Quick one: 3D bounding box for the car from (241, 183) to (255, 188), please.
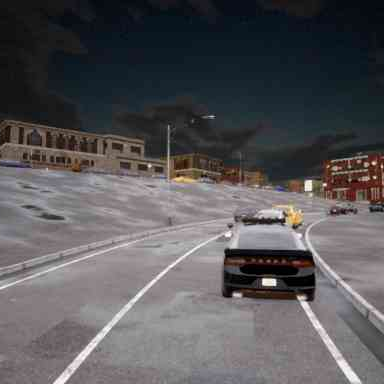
[{"bbox_3d":[10.656,-1.097,71.030,2.002,1.452,4.674,-4,-6,44],"label":"car"}]

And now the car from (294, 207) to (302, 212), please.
[{"bbox_3d":[6.428,1.662,23.041,1.882,1.535,5.008,-2,-2,25],"label":"car"}]

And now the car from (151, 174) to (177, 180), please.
[{"bbox_3d":[-5.346,-2.212,55.520,4.674,1.452,2.002,4,-5,-41],"label":"car"}]

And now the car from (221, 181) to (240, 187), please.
[{"bbox_3d":[6.821,-1.392,67.072,4.792,1.488,2.163,4,-6,-45],"label":"car"}]

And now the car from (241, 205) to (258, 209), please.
[{"bbox_3d":[5.342,1.913,29.926,1.837,1.490,4.892,-3,-2,31],"label":"car"}]

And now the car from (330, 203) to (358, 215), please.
[{"bbox_3d":[18.831,2.075,41.347,4.674,1.442,1.812,1,-4,-40],"label":"car"}]

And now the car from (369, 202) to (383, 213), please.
[{"bbox_3d":[27.904,2.254,49.009,4.902,1.511,2.128,2,-4,-39],"label":"car"}]

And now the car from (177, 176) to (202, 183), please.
[{"bbox_3d":[-1.243,-1.984,59.248,5.008,1.535,2.097,4,-6,-42],"label":"car"}]

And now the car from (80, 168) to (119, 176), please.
[{"bbox_3d":[-13.757,-2.739,48.345,4.892,1.521,2.231,3,-5,-40],"label":"car"}]

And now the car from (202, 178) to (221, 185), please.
[{"bbox_3d":[2.762,-1.836,63.052,4.553,1.767,2.185,4,-6,-43],"label":"car"}]

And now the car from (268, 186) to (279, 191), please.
[{"bbox_3d":[18.074,-0.651,79.219,2.185,1.767,4.553,-4,-6,41],"label":"car"}]

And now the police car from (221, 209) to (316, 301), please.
[{"bbox_3d":[1.852,1.456,8.617,1.930,1.638,5.238,-1,0,10],"label":"police car"}]

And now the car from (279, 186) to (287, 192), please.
[{"bbox_3d":[21.716,-0.428,83.484,2.435,2.045,5.566,-3,-6,40],"label":"car"}]

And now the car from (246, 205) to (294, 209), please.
[{"bbox_3d":[4.252,1.641,17.742,1.812,1.442,4.674,-1,-1,19],"label":"car"}]

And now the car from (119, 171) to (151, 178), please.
[{"bbox_3d":[-9.529,-2.507,51.886,4.892,1.521,2.231,3,-5,-40],"label":"car"}]

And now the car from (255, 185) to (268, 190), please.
[{"bbox_3d":[14.339,-0.849,75.001,2.231,1.521,4.892,-4,-6,43],"label":"car"}]

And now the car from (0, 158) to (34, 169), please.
[{"bbox_3d":[-22.149,-3.297,41.346,4.553,1.767,2.185,3,-5,-40],"label":"car"}]
